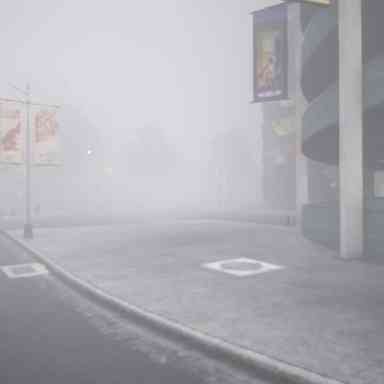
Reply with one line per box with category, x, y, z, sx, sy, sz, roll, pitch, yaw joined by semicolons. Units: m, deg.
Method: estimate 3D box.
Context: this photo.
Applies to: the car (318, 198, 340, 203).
car;16.999;1.459;40.193;4.674;1.452;2.002;0;0;-36
